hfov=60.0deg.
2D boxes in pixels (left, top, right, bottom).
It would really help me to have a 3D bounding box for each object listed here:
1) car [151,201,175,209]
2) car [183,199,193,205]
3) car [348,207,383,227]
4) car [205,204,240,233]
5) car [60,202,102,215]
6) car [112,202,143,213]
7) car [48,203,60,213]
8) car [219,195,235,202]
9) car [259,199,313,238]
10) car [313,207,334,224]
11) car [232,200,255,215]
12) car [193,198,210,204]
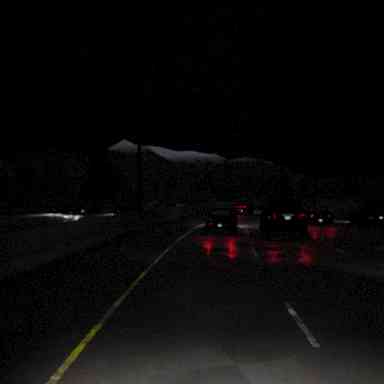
[{"bbox_3d":[-3.782,1.893,43.584,2.128,1.511,4.902,0,-1,17],"label":"car"},{"bbox_3d":[-0.378,2.264,78.228,1.994,1.385,4.181,0,-1,27],"label":"car"},{"bbox_3d":[13.221,1.816,24.841,2.033,1.411,5.357,0,-1,12],"label":"car"},{"bbox_3d":[1.922,1.730,21.041,1.812,1.442,4.674,0,-1,9],"label":"car"},{"bbox_3d":[-12.495,1.880,38.597,2.033,1.411,5.357,0,-1,14],"label":"car"},{"bbox_3d":[-8.005,1.921,41.837,2.033,1.411,5.357,0,-1,16],"label":"car"},{"bbox_3d":[-15.529,1.907,40.634,1.994,1.385,4.181,0,-1,15],"label":"car"},{"bbox_3d":[8.517,1.809,79.620,2.150,2.045,5.566,0,-1,31],"label":"car"},{"bbox_3d":[5.159,1.417,19.240,2.150,2.045,5.566,0,-1,8],"label":"car"},{"bbox_3d":[10.189,1.885,27.330,1.895,1.301,4.718,0,-1,12],"label":"car"},{"bbox_3d":[6.379,1.899,40.255,1.837,1.490,4.892,0,-1,17],"label":"car"},{"bbox_3d":[2.644,2.210,76.463,1.837,1.490,4.892,0,-1,27],"label":"car"}]
